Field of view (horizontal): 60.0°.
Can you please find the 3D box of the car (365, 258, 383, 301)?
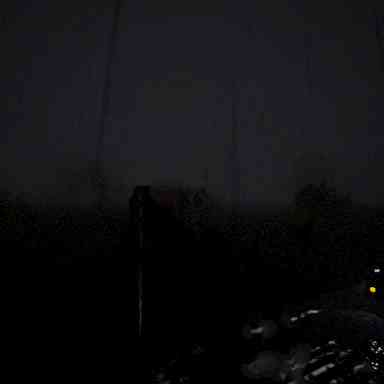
[{"bbox_3d":[5.506,1.571,6.998,4.181,1.385,1.994,0,0,-36],"label":"car"}]
